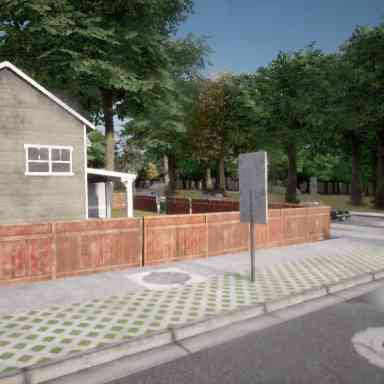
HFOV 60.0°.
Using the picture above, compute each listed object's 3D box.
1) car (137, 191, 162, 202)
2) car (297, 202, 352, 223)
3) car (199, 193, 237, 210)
[{"bbox_3d":[-5.825,0.648,44.645,1.882,1.535,5.008,-2,3,-35],"label":"car"},{"bbox_3d":[8.806,1.378,23.842,1.895,1.301,4.718,-2,2,-35],"label":"car"},{"bbox_3d":[2.566,0.910,32.693,2.097,1.767,4.553,-2,2,-35],"label":"car"}]
